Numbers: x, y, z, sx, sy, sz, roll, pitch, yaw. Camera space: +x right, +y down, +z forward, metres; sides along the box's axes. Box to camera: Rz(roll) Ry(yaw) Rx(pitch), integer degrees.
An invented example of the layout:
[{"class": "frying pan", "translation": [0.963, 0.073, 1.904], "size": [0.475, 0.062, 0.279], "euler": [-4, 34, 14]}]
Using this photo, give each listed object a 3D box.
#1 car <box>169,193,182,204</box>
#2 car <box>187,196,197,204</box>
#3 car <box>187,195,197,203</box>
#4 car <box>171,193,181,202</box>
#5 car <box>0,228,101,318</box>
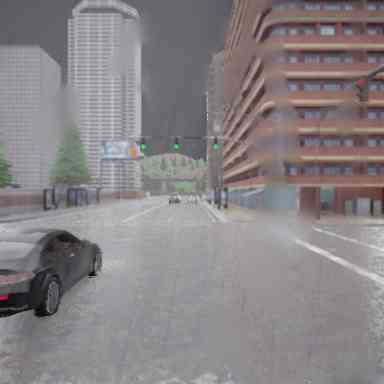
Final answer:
[{"class": "car", "translation": [-3.402, 1.498, 63.584], "size": [2.128, 1.511, 4.902], "euler": [0, 0, 0]}, {"class": "car", "translation": [-0.001, 1.534, 64.711], "size": [1.812, 1.442, 4.674], "euler": [0, 0, 0]}, {"class": "car", "translation": [-0.001, 1.516, 73.710], "size": [2.128, 1.511, 4.902], "euler": [0, 0, 0]}, {"class": "car", "translation": [-3.504, 1.235, 74.540], "size": [2.150, 2.045, 5.566], "euler": [0, 0, -2]}, {"class": "car", "translation": [-3.400, 1.512, 7.277], "size": [1.812, 1.442, 4.674], "euler": [0, 0, 0]}]
